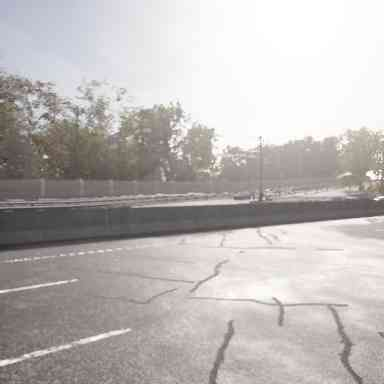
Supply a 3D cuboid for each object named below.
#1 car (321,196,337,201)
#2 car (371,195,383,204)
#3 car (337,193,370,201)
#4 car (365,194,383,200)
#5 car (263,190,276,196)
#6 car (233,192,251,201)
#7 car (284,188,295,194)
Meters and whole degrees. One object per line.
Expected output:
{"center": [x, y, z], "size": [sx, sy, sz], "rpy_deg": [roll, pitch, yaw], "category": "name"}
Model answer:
{"center": [21.623, 1.354, 50.631], "size": [5.008, 1.535, 1.882], "rpy_deg": [0, 0, -36], "category": "car"}
{"center": [34.472, 1.380, 60.115], "size": [4.892, 1.490, 1.837], "rpy_deg": [0, 0, -37], "category": "car"}
{"center": [23.776, 1.109, 47.870], "size": [5.566, 2.045, 2.150], "rpy_deg": [0, 0, -36], "category": "car"}
{"center": [26.160, 1.392, 45.286], "size": [4.902, 1.511, 2.128], "rpy_deg": [0, 0, -36], "category": "car"}
{"center": [16.931, 0.378, 72.808], "size": [2.128, 1.511, 4.902], "rpy_deg": [0, 2, 31], "category": "car"}
{"center": [9.023, 0.687, 59.500], "size": [1.882, 1.535, 5.008], "rpy_deg": [0, 1, 30], "category": "car"}
{"center": [25.401, -0.280, 85.762], "size": [1.812, 1.442, 4.674], "rpy_deg": [0, 3, 34], "category": "car"}
